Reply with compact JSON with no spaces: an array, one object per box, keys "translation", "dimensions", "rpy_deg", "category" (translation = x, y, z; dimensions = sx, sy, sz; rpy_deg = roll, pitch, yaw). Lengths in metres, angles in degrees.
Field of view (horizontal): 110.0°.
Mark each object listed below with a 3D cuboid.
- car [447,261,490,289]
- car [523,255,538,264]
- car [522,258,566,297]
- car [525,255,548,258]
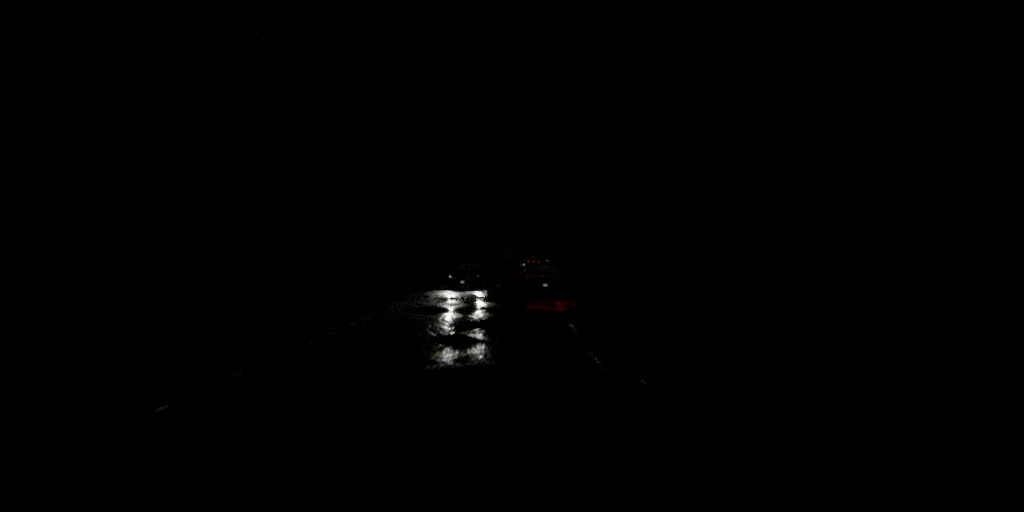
[{"translation":[-2.374,1.031,20.649],"dimensions":[1.812,1.442,4.674],"rpy_deg":[0,1,4],"category":"car"},{"translation":[3.243,0.512,60.641],"dimensions":[1.812,1.442,4.674],"rpy_deg":[0,1,12],"category":"car"},{"translation":[1.522,1.032,17.486],"dimensions":[1.882,1.535,5.008],"rpy_deg":[0,1,3],"category":"car"},{"translation":[2.550,0.769,38.943],"dimensions":[2.128,1.511,4.902],"rpy_deg":[0,1,9],"category":"car"}]
